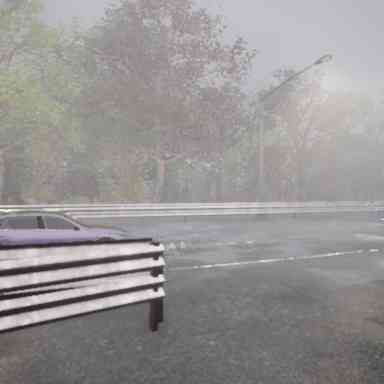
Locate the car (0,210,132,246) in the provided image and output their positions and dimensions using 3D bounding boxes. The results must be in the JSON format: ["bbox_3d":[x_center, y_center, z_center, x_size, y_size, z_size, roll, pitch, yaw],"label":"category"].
[{"bbox_3d":[-4.233,1.356,9.876,4.856,1.649,2.033,0,0,-23],"label":"car"}]
